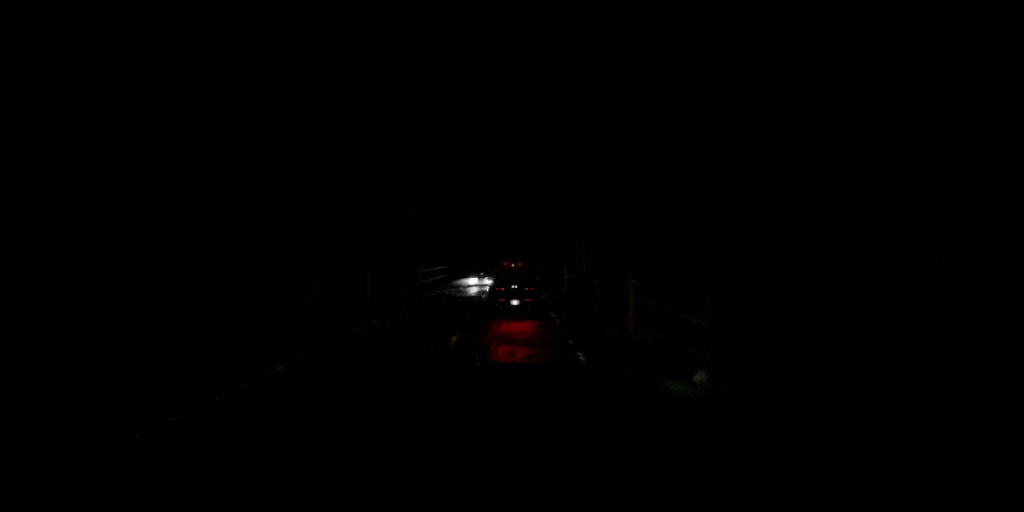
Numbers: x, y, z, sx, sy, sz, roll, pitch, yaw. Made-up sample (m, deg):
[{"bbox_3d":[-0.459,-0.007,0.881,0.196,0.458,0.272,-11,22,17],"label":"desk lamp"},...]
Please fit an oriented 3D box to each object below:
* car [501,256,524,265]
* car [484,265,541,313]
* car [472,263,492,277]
[{"bbox_3d":[0.092,0.973,36.766,2.150,2.045,5.566,0,0,0],"label":"car"},{"bbox_3d":[0.096,1.253,14.062,1.837,1.490,4.892,0,0,0],"label":"car"},{"bbox_3d":[-2.758,1.352,35.045,1.895,1.301,4.718,0,0,0],"label":"car"}]
